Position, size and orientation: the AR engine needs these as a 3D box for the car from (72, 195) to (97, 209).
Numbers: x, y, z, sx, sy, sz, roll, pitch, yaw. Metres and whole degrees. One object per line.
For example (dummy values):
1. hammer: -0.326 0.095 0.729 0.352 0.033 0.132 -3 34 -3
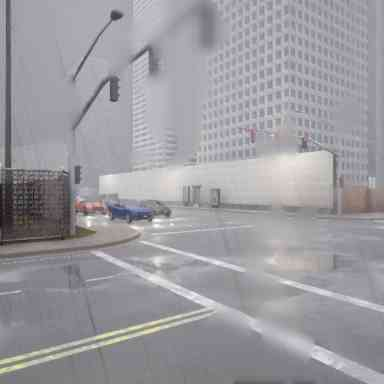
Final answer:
1. car: -14.843 1.297 45.699 2.097 1.767 4.553 0 0 -35

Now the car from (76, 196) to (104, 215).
1. car: -10.028 1.297 32.819 2.097 1.767 4.553 0 0 -35

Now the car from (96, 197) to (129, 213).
1. car: -9.008 1.422 37.441 1.882 1.535 5.008 0 0 -35

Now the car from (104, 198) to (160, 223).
1. car: -4.722 1.422 25.331 1.882 1.535 5.008 0 0 -35

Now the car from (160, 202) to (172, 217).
1. car: -3.653 1.449 29.878 1.837 1.490 4.892 0 0 -35
